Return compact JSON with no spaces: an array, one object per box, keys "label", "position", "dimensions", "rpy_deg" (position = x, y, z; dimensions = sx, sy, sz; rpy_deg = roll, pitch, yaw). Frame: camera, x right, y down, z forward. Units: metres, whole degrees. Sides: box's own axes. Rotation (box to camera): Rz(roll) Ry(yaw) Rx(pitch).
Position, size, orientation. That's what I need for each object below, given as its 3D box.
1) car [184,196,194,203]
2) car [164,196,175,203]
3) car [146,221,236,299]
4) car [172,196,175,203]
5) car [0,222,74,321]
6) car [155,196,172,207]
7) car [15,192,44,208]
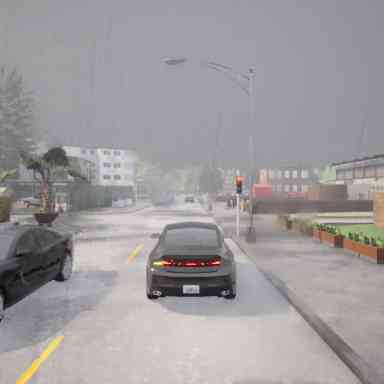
[{"label":"car","position":[-0.558,1.491,69.711],"dimensions":[2.128,1.511,4.902],"rpy_deg":[0,0,-1]},{"label":"car","position":[-4.665,1.525,70.431],"dimensions":[2.128,1.511,4.902],"rpy_deg":[0,0,-1]},{"label":"car","position":[-0.016,1.505,8.424],"dimensions":[1.837,1.490,4.892],"rpy_deg":[0,0,0]},{"label":"car","position":[-4.637,1.477,60.001],"dimensions":[1.882,1.535,5.008],"rpy_deg":[0,0,0]},{"label":"car","position":[-4.103,1.477,6.959],"dimensions":[1.882,1.535,5.008],"rpy_deg":[0,0,0]},{"label":"car","position":[-4.571,1.477,50.588],"dimensions":[1.882,1.535,5.008],"rpy_deg":[0,0,0]},{"label":"car","position":[-20.154,0.985,42.086],"dimensions":[1.905,1.878,3.866],"rpy_deg":[0,0,34]}]
